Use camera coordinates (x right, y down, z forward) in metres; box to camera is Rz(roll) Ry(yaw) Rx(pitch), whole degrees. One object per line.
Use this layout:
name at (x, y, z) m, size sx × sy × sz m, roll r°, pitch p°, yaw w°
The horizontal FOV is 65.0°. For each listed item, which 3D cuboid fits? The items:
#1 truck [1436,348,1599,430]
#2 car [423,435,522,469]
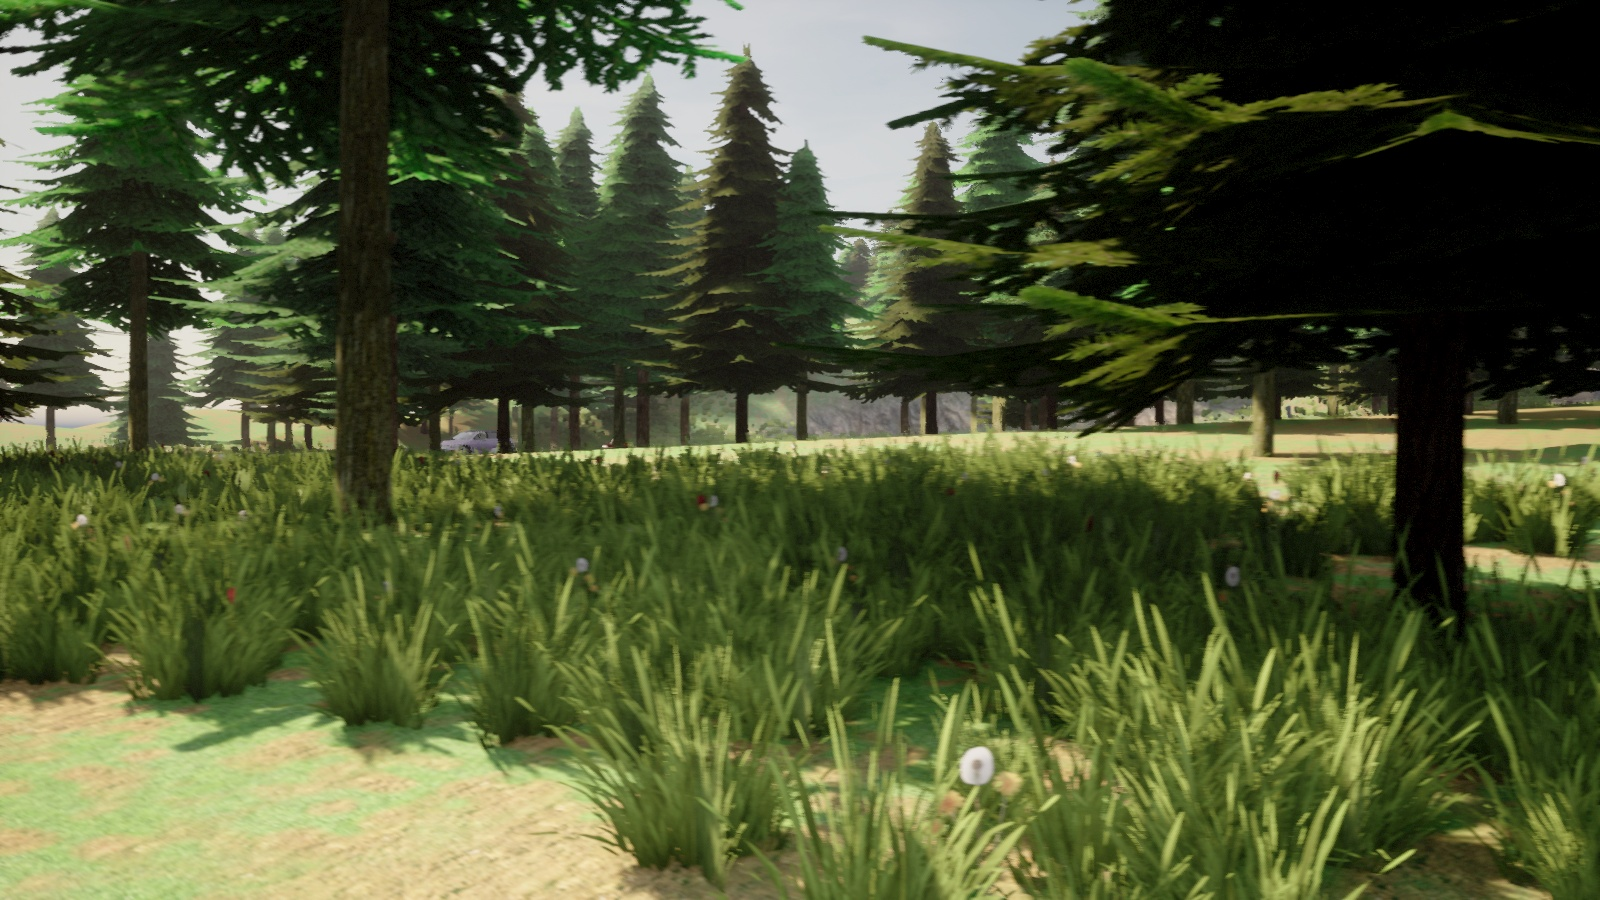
truck at (39.615, -3.221, 68.549) m, size 7.936 × 3.462 × 2.891 m, roll -7°, pitch -4°, yaw 43°
car at (-16.980, 0.064, 65.332) m, size 2.033 × 1.649 × 4.856 m, roll 0°, pitch 1°, yaw 33°
